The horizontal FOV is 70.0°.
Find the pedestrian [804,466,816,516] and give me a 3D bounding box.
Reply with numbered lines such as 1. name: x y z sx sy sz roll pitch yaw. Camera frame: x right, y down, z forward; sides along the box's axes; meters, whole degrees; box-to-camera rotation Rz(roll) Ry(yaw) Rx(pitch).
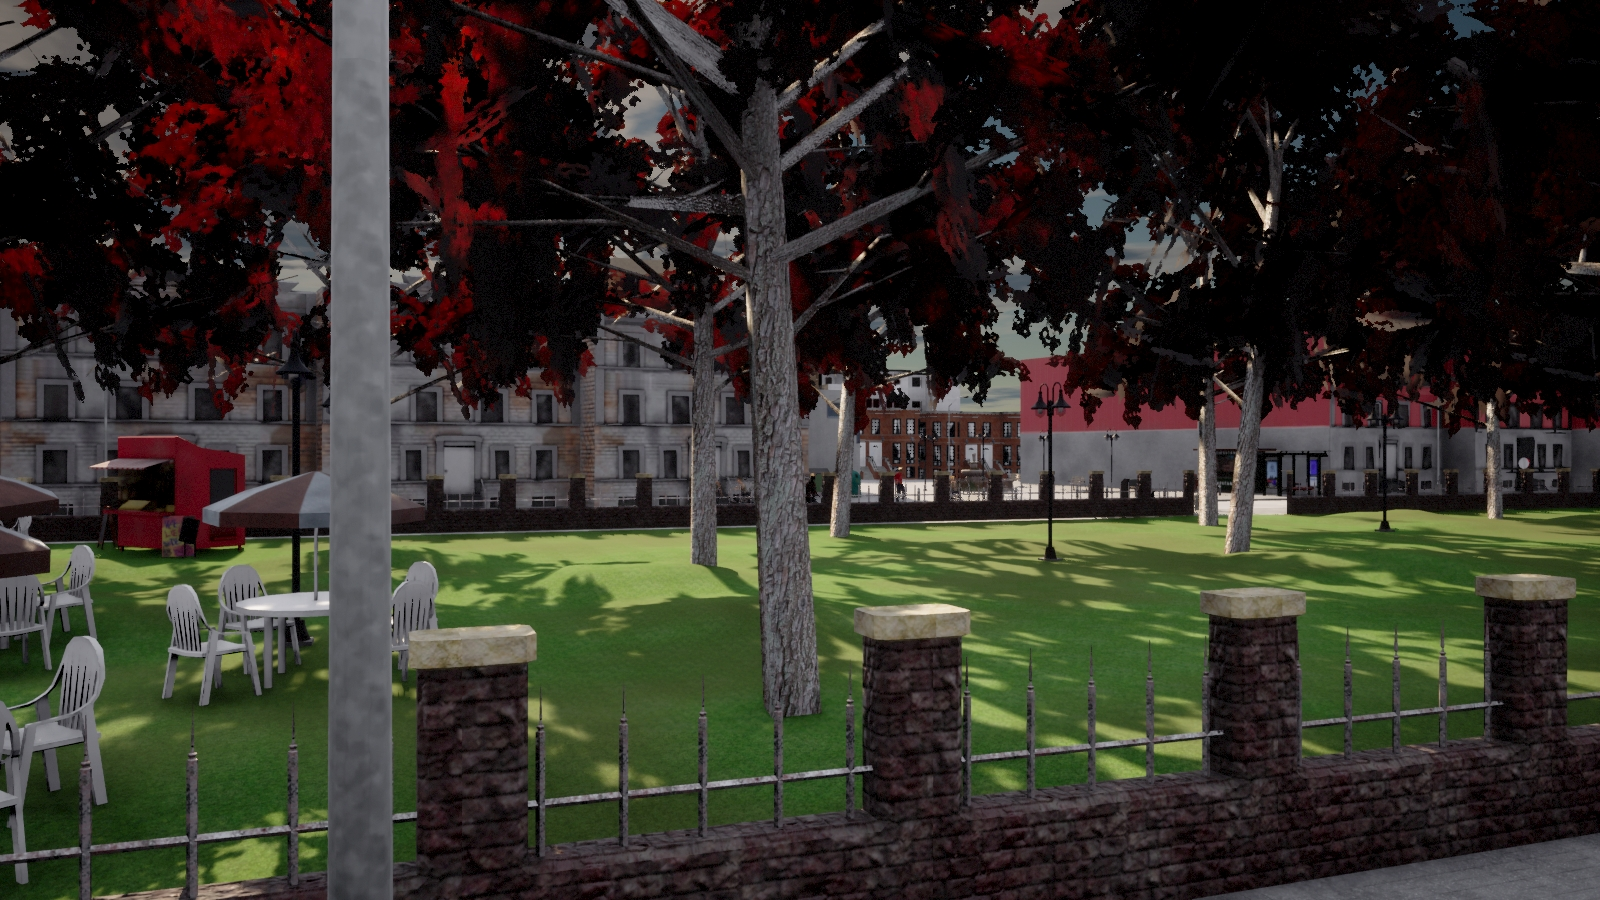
1. pedestrian: 0.374 1.531 42.869 0.375 1.860 0.375 0 0 -14

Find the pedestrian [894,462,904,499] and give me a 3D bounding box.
1. pedestrian: 5.010 1.534 57.714 0.375 1.860 0.375 0 0 -37

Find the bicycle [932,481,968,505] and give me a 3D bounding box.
1. bicycle: 7.161 2.046 54.638 1.487 1.080 0.859 0 0 -20

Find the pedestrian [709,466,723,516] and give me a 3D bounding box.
1. pedestrian: -3.166 1.528 43.123 0.375 1.860 0.375 0 0 -31
